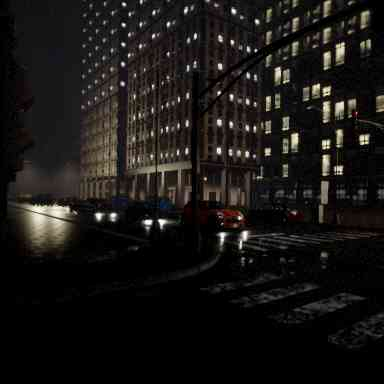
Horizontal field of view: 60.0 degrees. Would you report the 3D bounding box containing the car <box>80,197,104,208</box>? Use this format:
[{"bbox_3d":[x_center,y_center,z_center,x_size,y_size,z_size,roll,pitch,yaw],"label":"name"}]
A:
[{"bbox_3d":[-14.449,1.498,47.904,1.812,1.442,4.674,1,-1,-35],"label":"car"}]

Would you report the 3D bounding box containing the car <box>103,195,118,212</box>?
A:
[{"bbox_3d":[-10.326,1.401,36.677,1.882,1.535,5.008,1,-1,-36],"label":"car"}]

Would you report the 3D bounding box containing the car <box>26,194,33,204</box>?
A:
[{"bbox_3d":[-23.939,1.432,51.348,1.802,1.307,4.206,1,-1,-35],"label":"car"}]

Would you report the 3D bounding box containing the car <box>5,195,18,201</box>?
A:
[{"bbox_3d":[-40.299,1.378,74.370,2.008,1.369,4.403,1,-1,-35],"label":"car"}]

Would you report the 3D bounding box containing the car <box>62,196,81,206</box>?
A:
[{"bbox_3d":[-20.468,1.465,56.288,1.837,1.490,4.892,1,-1,-35],"label":"car"}]

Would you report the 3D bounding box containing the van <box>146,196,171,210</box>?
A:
[{"bbox_3d":[-4.017,1.382,37.787,1.690,1.788,3.998,1,-1,-35],"label":"van"}]

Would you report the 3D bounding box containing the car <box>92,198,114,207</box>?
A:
[{"bbox_3d":[-13.837,1.587,51.598,1.947,1.339,4.313,1,-1,-35],"label":"car"}]

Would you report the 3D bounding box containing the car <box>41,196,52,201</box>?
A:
[{"bbox_3d":[-36.743,1.571,83.827,1.802,1.307,4.206,1,-1,-35],"label":"car"}]

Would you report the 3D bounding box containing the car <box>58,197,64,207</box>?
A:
[{"bbox_3d":[-17.411,1.402,46.749,2.128,1.511,4.902,1,-1,-35],"label":"car"}]

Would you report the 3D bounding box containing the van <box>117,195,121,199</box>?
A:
[{"bbox_3d":[-10.560,1.368,46.996,1.690,1.788,3.998,1,-1,-35],"label":"van"}]

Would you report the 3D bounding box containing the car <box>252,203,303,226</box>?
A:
[{"bbox_3d":[5.799,1.505,23.973,1.967,1.590,4.097,1,-1,-35],"label":"car"}]

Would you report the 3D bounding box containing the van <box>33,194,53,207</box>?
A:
[{"bbox_3d":[-20.663,1.197,46.747,1.690,1.788,3.998,1,-1,-35],"label":"van"}]

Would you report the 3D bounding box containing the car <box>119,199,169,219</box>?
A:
[{"bbox_3d":[-4.060,1.502,27.845,1.994,1.385,4.181,1,-1,-35],"label":"car"}]

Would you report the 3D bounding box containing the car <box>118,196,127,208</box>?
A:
[{"bbox_3d":[-7.292,1.585,42.389,2.008,1.369,4.403,1,-1,-35],"label":"car"}]

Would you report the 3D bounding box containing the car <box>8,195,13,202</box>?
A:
[{"bbox_3d":[-37.027,1.397,69.766,1.947,1.339,4.313,1,-1,-35],"label":"car"}]

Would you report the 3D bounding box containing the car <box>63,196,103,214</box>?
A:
[{"bbox_3d":[-10.850,1.427,32.932,2.008,1.369,4.403,1,-1,-35],"label":"car"}]

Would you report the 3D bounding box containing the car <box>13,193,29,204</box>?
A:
[{"bbox_3d":[-30.479,1.155,60.560,2.192,1.841,5.009,1,-1,-35],"label":"car"}]

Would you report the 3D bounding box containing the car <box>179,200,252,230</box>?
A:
[{"bbox_3d":[1.144,1.303,20.531,2.097,1.767,4.553,1,-1,-35],"label":"car"}]
